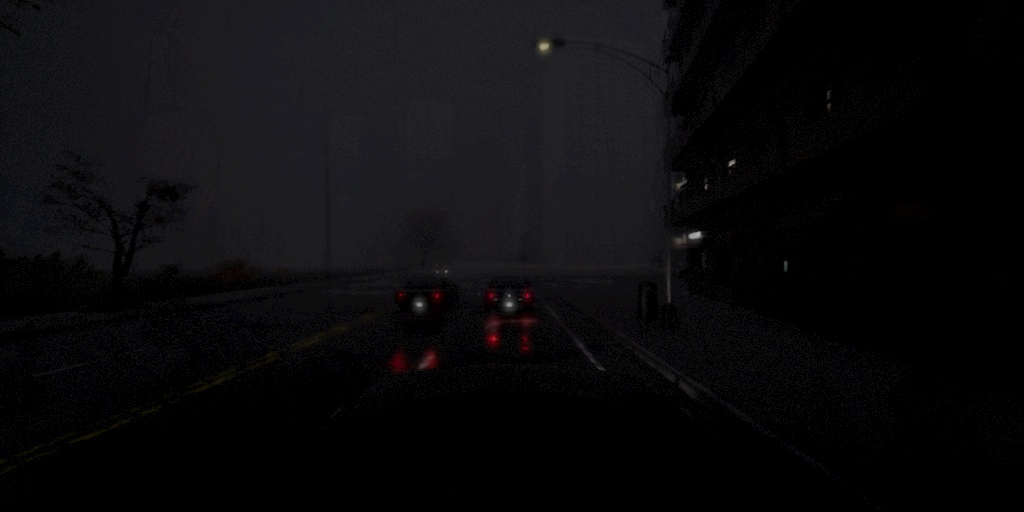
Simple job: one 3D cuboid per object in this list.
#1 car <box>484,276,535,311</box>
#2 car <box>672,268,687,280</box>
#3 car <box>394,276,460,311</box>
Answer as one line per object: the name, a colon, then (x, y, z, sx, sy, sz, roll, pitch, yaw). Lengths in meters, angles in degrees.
car: (-0.120, 1.494, 15.238, 1.895, 1.301, 4.718, 0, -1, -1)
car: (16.759, 1.341, 32.551, 4.097, 1.591, 1.967, 0, 0, 13)
car: (-3.369, 1.494, 15.169, 1.895, 1.301, 4.718, 0, -1, -1)
